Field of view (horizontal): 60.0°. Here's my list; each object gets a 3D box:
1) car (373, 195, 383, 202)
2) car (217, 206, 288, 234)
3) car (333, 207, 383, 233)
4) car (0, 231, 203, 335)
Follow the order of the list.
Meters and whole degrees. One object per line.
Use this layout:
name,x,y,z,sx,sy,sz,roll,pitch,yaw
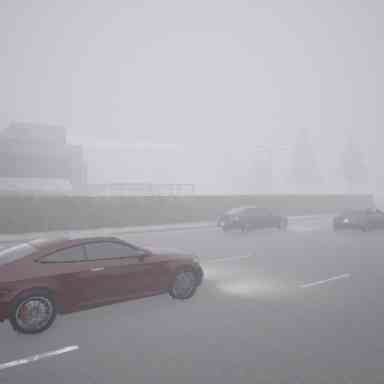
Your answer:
car,44.971,1.478,79.408,1.882,1.535,5.008,0,0,11
car,3.512,1.526,19.151,4.674,1.442,1.812,0,0,-36
car,10.169,1.564,19.576,4.181,1.385,1.994,0,0,-35
car,-1.936,1.526,6.679,4.674,1.442,1.812,0,0,-36
